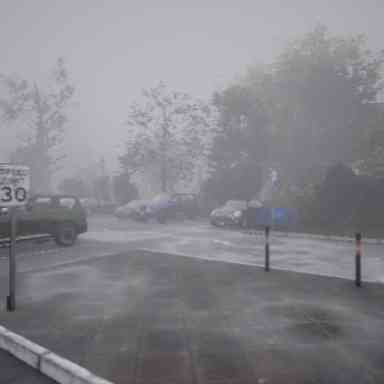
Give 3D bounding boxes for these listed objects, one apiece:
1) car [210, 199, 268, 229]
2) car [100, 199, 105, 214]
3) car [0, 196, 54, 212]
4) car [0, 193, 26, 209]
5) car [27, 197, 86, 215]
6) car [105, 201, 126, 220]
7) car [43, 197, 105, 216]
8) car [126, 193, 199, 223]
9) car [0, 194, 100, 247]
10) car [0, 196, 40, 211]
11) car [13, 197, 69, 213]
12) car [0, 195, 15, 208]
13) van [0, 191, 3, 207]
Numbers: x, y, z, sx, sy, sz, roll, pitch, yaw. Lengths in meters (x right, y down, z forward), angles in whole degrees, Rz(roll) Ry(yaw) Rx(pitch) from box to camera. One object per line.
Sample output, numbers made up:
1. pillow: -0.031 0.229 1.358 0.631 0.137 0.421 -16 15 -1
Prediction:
1. car: 3.003 1.216 20.767 2.185 1.767 4.553 1 1 36
2. car: -8.456 1.280 29.030 2.231 1.521 4.892 0 0 36
3. car: -17.740 1.212 35.680 2.097 1.535 5.008 0 0 36
4. car: -22.317 1.053 38.986 2.185 1.767 4.553 0 0 36
5. car: -13.050 1.246 32.315 2.097 1.535 5.008 0 0 36
6. car: -3.855 1.311 25.757 2.231 1.521 4.892 0 0 36
7. car: -10.754 1.263 30.672 2.097 1.535 5.008 0 0 36
8. car: -1.678 1.072 24.158 2.435 2.045 5.566 0 0 36
9. car: -6.522 1.088 12.164 2.435 2.045 5.566 0 0 36
10. car: -20.042 1.195 37.315 2.097 1.535 5.008 0 0 36
11. car: -15.328 1.259 33.985 2.163 1.488 4.792 0 0 36
12. car: -24.629 1.162 40.608 2.097 1.535 5.008 0 0 36
13. van: -26.757 0.920 42.267 1.878 1.987 4.442 1 0 36
